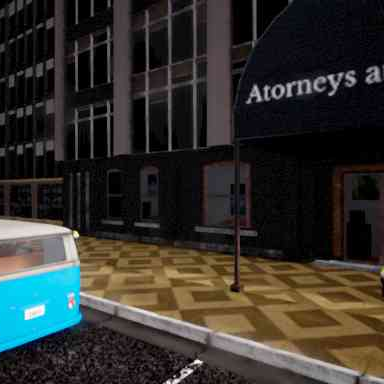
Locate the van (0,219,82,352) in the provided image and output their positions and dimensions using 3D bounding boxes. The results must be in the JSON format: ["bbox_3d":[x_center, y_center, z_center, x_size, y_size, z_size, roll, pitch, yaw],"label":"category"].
[{"bbox_3d":[-3.561,1.340,5.438,3.998,1.788,1.690,0,0,36],"label":"van"}]
